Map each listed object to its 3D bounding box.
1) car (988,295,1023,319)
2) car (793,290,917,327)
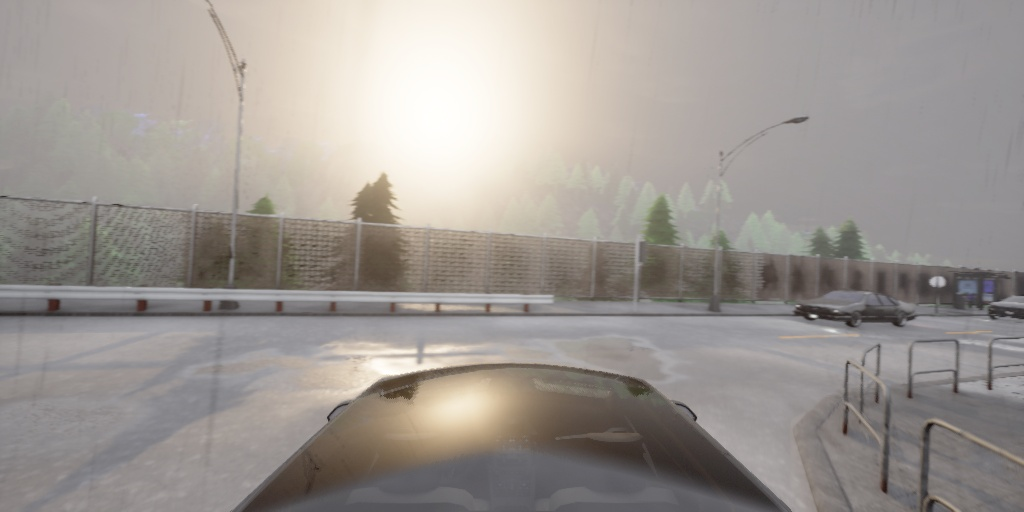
[{"bbox_3d":[29.513,2.954,20.344,5.008,1.535,1.882,3,-1,-18],"label":"car"},{"bbox_3d":[14.922,2.221,15.548,5.357,1.411,2.033,3,-1,-18],"label":"car"}]
